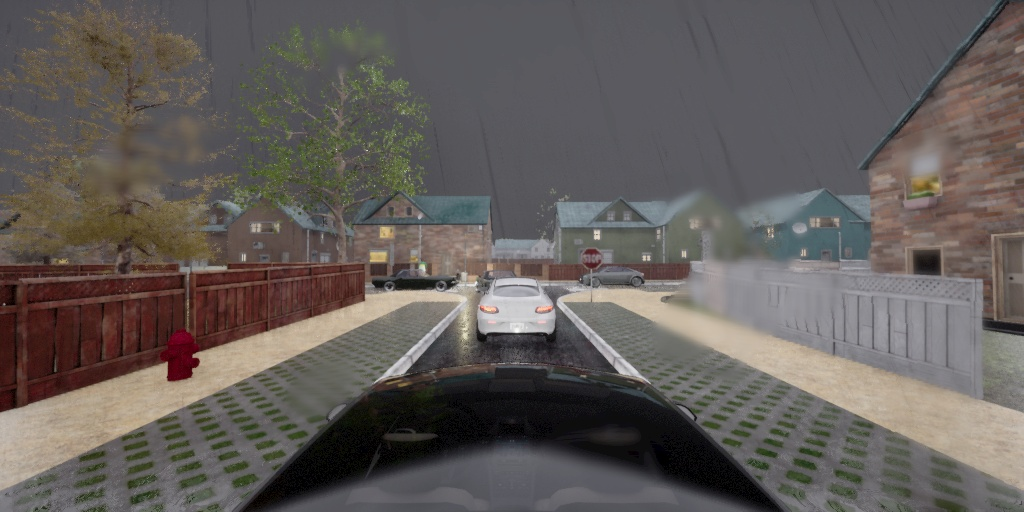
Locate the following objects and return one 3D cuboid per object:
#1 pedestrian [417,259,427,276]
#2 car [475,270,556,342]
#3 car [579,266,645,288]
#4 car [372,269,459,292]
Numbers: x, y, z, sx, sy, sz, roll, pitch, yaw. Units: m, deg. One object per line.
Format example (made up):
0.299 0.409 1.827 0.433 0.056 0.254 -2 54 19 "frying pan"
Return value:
-6.711 1.118 26.793 0.375 1.860 0.375 0 -1 1 "pedestrian"
0.100 1.279 9.707 1.812 1.442 4.674 0 0 0 "car"
6.529 1.344 23.704 4.181 1.385 1.994 0 -1 1 "car"
-5.490 1.416 20.909 4.718 1.301 1.895 -1 -1 1 "car"
